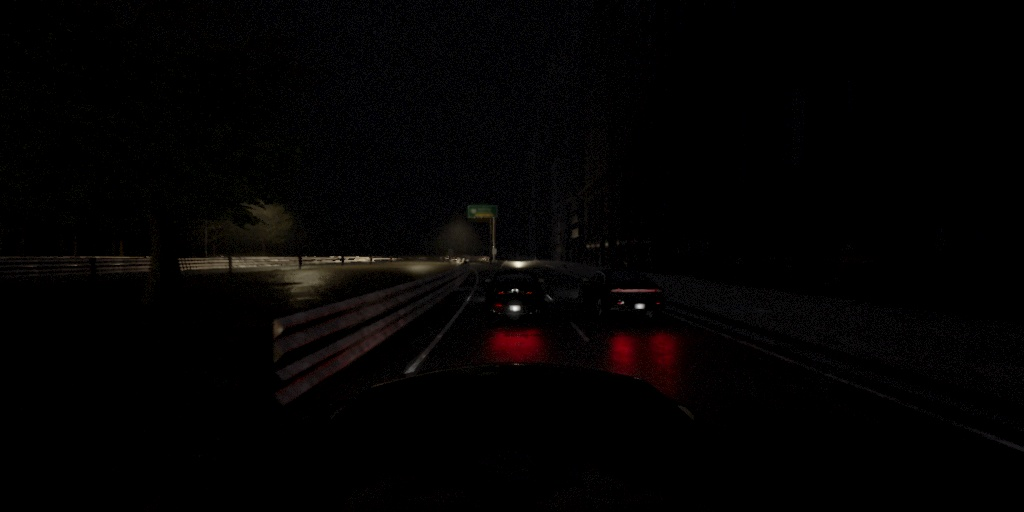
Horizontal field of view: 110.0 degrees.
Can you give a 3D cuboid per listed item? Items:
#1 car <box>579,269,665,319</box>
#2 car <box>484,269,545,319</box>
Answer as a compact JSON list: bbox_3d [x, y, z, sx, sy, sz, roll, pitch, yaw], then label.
[{"bbox_3d":[3.595,1.191,12.496,2.128,1.511,4.902,0,0,0],"label":"car"},{"bbox_3d":[0.095,1.204,12.515,1.837,1.490,4.892,0,0,0],"label":"car"}]
